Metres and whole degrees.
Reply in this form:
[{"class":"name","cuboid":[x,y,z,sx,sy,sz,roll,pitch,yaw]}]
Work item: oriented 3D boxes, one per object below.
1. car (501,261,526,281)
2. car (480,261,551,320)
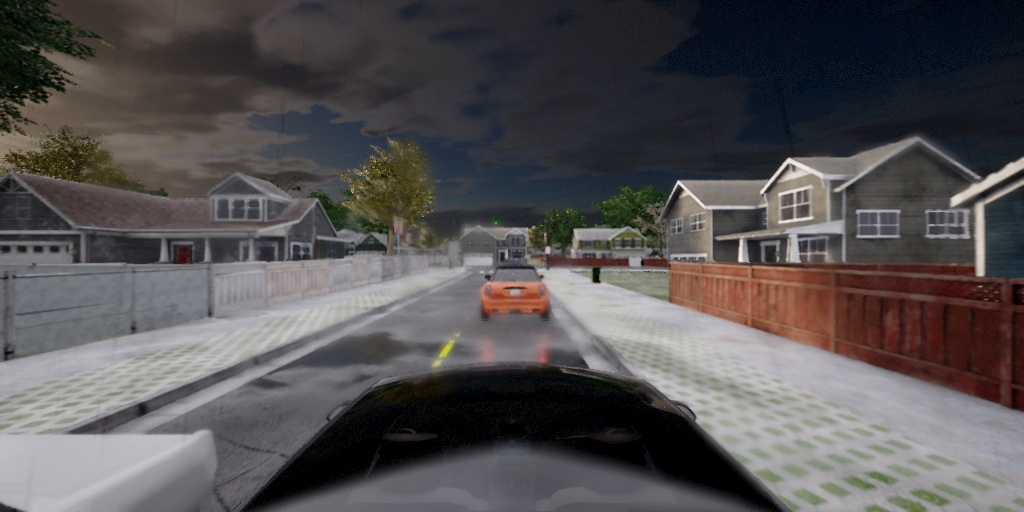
[{"class":"car","cuboid":[0.106,1.144,28.803,1.812,1.442,4.674,0,0,0]},{"class":"car","cuboid":[0.103,1.051,12.458,2.097,1.767,4.553,0,0,0]}]
